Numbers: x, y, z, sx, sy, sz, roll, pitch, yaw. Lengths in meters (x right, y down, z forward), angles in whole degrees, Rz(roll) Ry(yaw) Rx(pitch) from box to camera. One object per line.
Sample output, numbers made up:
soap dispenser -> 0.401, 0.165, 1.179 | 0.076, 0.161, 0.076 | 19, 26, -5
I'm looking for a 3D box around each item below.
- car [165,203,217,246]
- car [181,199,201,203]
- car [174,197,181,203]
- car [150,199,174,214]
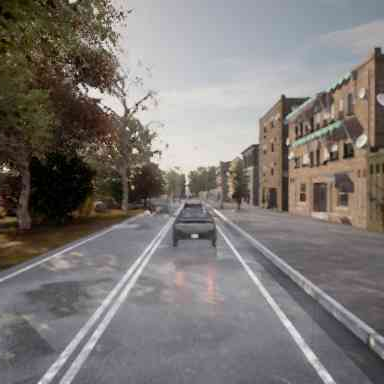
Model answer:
car -> 0.110, 1.494, 15.364 | 2.128, 1.511, 4.902 | 0, 0, 0
car -> 0.116, 1.476, 33.495 | 1.882, 1.535, 5.008 | 0, 0, 0
car -> -3.336, 1.862, 75.738 | 2.128, 1.511, 4.902 | 0, -1, 0
car -> -3.331, 1.490, 35.131 | 2.128, 1.511, 4.902 | 0, 0, 0
